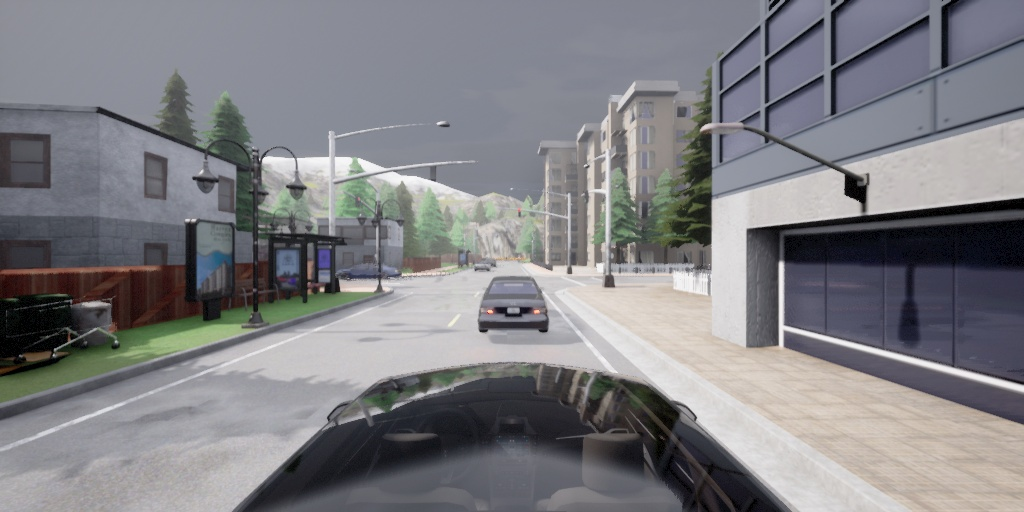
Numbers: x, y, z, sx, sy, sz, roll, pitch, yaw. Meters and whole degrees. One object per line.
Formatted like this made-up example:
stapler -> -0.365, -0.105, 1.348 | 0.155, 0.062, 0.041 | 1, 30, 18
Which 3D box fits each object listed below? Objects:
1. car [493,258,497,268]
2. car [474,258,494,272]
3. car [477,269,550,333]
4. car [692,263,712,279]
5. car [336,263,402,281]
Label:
car -> -3.748, 1.056, 60.839 | 2.097, 1.767, 4.553 | 0, 0, 0
car -> -3.731, 1.316, 45.410 | 1.895, 1.301, 4.718 | 0, 0, 0
car -> 0.041, 1.290, 10.700 | 2.033, 1.411, 5.357 | 0, 0, 0
car -> 17.980, 1.234, 30.744 | 4.902, 1.511, 2.128 | 0, 0, -2
car -> -11.872, 1.255, 29.512 | 5.357, 1.411, 2.033 | 0, 0, -9
